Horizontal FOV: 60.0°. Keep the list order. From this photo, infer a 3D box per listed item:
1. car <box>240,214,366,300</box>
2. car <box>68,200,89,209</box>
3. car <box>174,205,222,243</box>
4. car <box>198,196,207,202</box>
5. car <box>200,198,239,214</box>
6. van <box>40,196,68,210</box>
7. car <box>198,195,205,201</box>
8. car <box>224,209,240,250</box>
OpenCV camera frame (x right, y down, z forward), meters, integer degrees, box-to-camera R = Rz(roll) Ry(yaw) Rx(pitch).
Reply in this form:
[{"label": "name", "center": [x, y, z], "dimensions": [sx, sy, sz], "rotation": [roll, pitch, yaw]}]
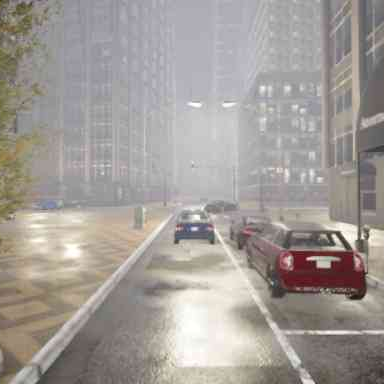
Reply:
[{"label": "car", "center": [2.578, 1.443, 8.454], "dimensions": [1.967, 1.590, 4.097], "rotation": [1, 0, 0]}, {"label": "car", "center": [-17.456, 1.800, 49.161], "dimensions": [4.403, 1.369, 2.008], "rotation": [0, -1, 14]}, {"label": "car", "center": [0.099, 1.557, 16.051], "dimensions": [2.033, 1.411, 5.357], "rotation": [0, 0, 0]}, {"label": "car", "center": [2.572, 1.670, 74.425], "dimensions": [1.947, 1.339, 4.313], "rotation": [1, 0, 0]}, {"label": "car", "center": [3.137, 1.501, 34.549], "dimensions": [1.994, 1.385, 4.181], "rotation": [-1, 1, 39]}, {"label": "van", "center": [-17.832, 1.446, 40.994], "dimensions": [3.998, 1.788, 1.690], "rotation": [0, -1, 14]}, {"label": "car", "center": [2.572, 1.672, 91.286], "dimensions": [1.752, 1.417, 4.829], "rotation": [1, 0, 0]}, {"label": "car", "center": [2.576, 1.589, 14.021], "dimensions": [1.802, 1.307, 4.206], "rotation": [1, 0, 0]}]
